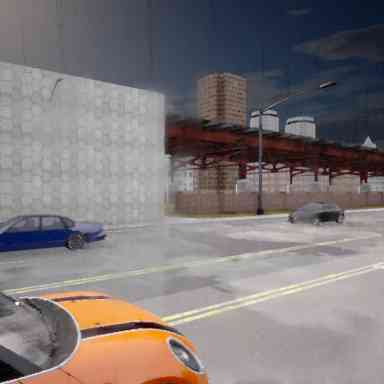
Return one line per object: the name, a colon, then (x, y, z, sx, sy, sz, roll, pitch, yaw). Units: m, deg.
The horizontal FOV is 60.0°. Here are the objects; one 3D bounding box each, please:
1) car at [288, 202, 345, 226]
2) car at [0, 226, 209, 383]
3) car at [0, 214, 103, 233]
car: (8.732, 1.505, 23.167, 4.892, 1.490, 1.837, 0, 0, -36)
car: (-2.038, 1.351, 2.291, 4.553, 1.767, 2.097, 0, 0, -36)
car: (-6.024, 1.547, 12.598, 5.357, 1.411, 2.033, 0, 0, -36)
